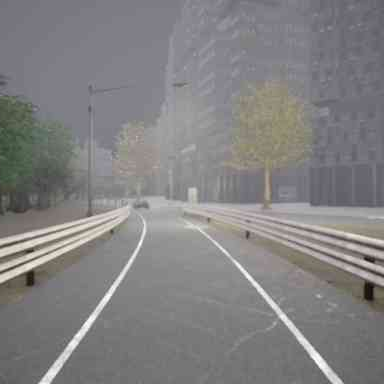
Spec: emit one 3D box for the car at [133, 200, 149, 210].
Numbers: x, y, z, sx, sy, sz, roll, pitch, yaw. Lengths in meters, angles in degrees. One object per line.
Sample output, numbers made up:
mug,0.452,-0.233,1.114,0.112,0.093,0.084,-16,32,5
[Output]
car,-7.874,1.959,51.629,1.837,1.490,4.892,0,0,-19
